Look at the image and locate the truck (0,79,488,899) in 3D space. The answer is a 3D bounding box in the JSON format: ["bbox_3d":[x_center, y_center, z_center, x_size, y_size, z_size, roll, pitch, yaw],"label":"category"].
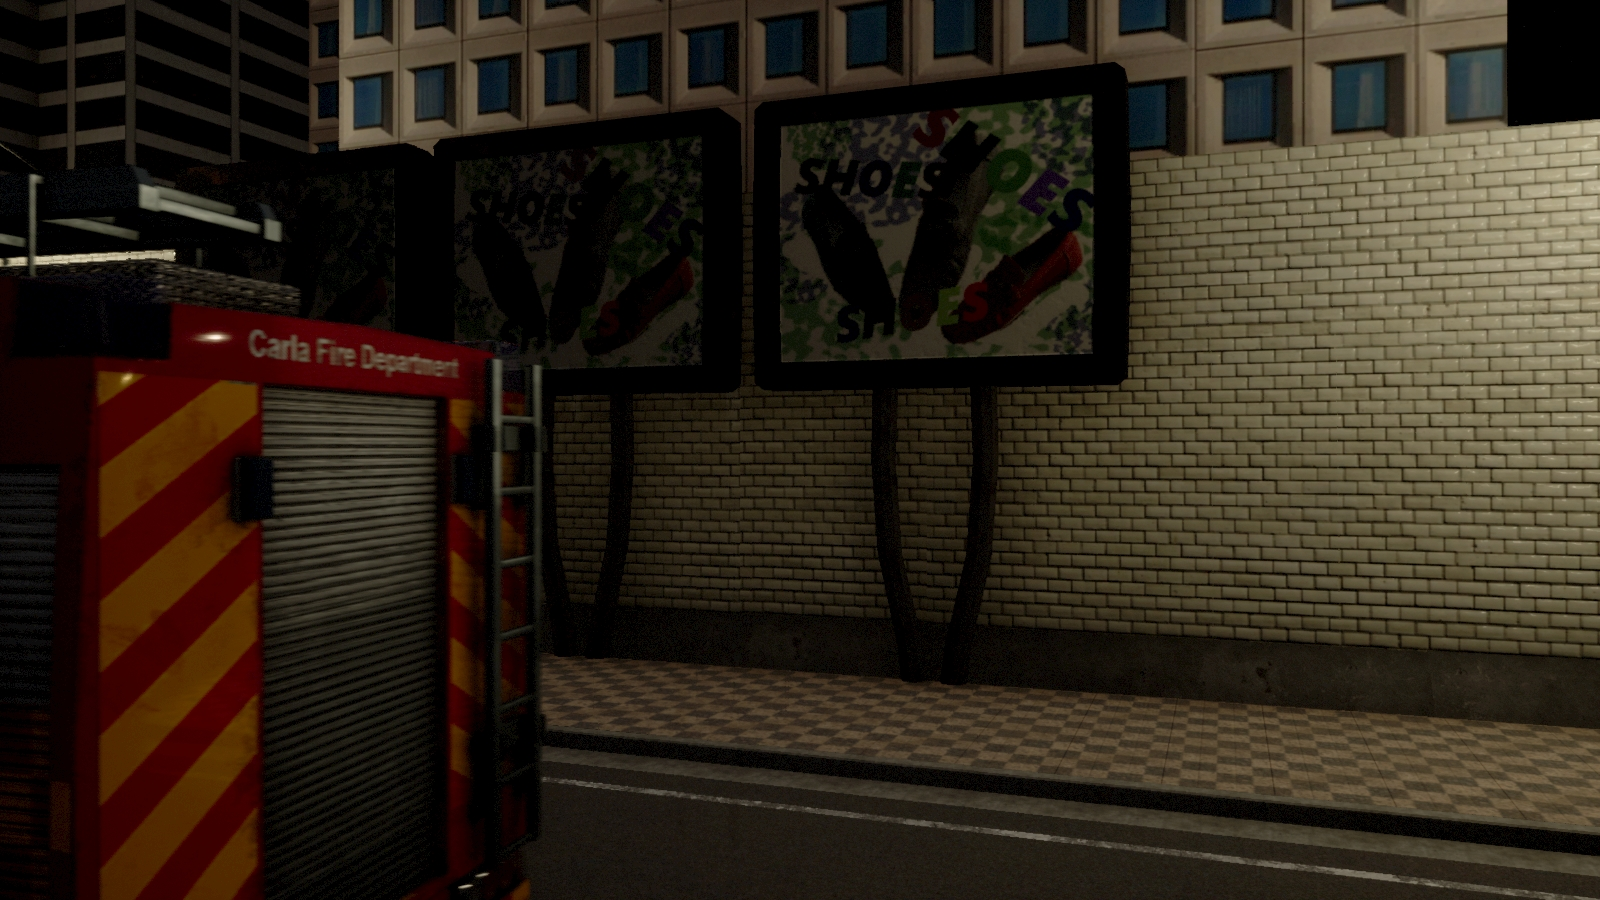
[{"bbox_3d":[-6.089,0.835,5.641,8.468,3.827,2.891,0,0,15],"label":"truck"}]
